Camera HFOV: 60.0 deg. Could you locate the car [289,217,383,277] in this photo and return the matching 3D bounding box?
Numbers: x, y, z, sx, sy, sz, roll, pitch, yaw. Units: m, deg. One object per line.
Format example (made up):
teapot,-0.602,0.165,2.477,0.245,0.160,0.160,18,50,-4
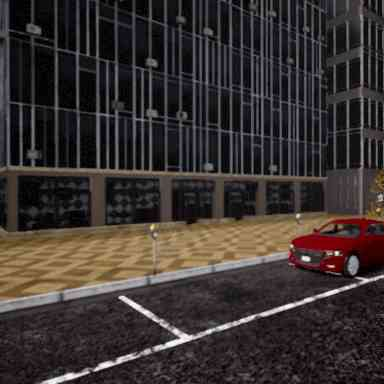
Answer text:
car,4.809,1.481,9.992,4.507,1.381,1.887,0,0,-36
